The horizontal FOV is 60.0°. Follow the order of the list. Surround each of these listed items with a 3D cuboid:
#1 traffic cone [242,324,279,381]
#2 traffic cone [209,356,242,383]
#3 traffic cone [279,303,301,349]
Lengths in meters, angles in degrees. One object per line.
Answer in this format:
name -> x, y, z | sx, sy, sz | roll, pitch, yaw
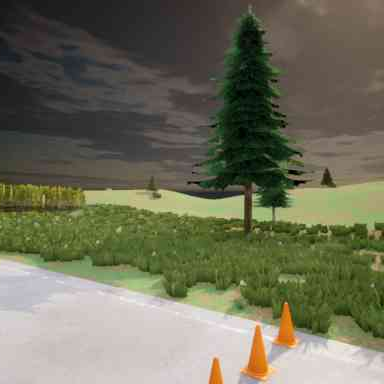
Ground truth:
traffic cone -> 0.828, 1.955, 4.171 | 0.340, 0.580, 0.340 | 0, 0, 36
traffic cone -> 0.243, 1.955, 3.359 | 0.340, 0.580, 0.340 | 0, 0, 36
traffic cone -> 1.412, 1.955, 4.982 | 0.340, 0.580, 0.340 | 0, 0, 36
